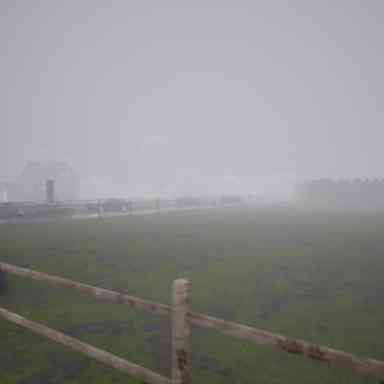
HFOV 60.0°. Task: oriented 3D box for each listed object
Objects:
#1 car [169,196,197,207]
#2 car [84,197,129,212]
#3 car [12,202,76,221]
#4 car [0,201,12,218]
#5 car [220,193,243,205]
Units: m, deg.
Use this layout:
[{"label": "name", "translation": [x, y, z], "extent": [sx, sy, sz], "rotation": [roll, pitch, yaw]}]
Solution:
[{"label": "car", "translation": [-1.199, 1.287, 45.636], "extent": [2.128, 1.511, 4.902], "rotation": [0, 0, 35]}, {"label": "car", "translation": [-8.814, 1.333, 34.591], "extent": [1.882, 1.535, 5.008], "rotation": [0, 0, 34]}, {"label": "car", "translation": [-11.198, 1.438, 25.844], "extent": [1.994, 1.385, 4.181], "rotation": [0, 0, 34]}, {"label": "car", "translation": [-14.711, 1.447, 25.967], "extent": [2.033, 1.411, 5.357], "rotation": [0, 0, 34]}, {"label": "car", "translation": [6.166, 1.088, 51.251], "extent": [2.097, 1.767, 4.553], "rotation": [0, 0, 35]}]
